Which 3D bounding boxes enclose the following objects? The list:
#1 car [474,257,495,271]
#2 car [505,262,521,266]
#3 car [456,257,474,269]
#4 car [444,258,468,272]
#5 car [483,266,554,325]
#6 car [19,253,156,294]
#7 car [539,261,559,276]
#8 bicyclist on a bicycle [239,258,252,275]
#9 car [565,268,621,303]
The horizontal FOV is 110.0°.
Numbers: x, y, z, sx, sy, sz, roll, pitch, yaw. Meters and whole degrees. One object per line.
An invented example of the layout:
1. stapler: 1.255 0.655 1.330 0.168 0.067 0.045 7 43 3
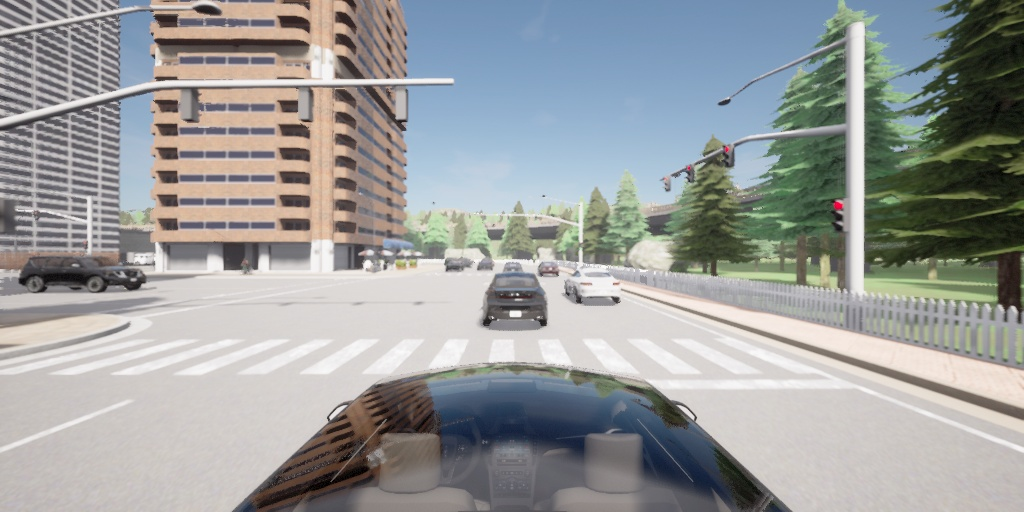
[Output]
1. car: -3.589 1.255 48.239 1.994 1.385 4.181 0 0 0
2. car: 0.092 1.259 33.741 2.033 1.411 5.357 0 0 0
3. car: -7.275 1.183 56.129 1.837 1.490 4.892 0 1 -3
4. car: -7.090 1.297 44.771 1.895 1.301 4.718 0 0 0
5. car: 0.095 1.250 11.706 1.837 1.490 4.892 0 0 0
6. car: -24.289 1.003 20.416 5.566 2.045 2.150 0 0 0
7. car: 3.595 1.254 36.056 2.033 1.411 5.357 0 0 0
8. bicyclist on a bicycle: -25.903 1.064 34.876 0.582 1.620 1.656 0 0 0
9. car: 3.595 1.261 16.441 1.812 1.442 4.674 0 0 0
